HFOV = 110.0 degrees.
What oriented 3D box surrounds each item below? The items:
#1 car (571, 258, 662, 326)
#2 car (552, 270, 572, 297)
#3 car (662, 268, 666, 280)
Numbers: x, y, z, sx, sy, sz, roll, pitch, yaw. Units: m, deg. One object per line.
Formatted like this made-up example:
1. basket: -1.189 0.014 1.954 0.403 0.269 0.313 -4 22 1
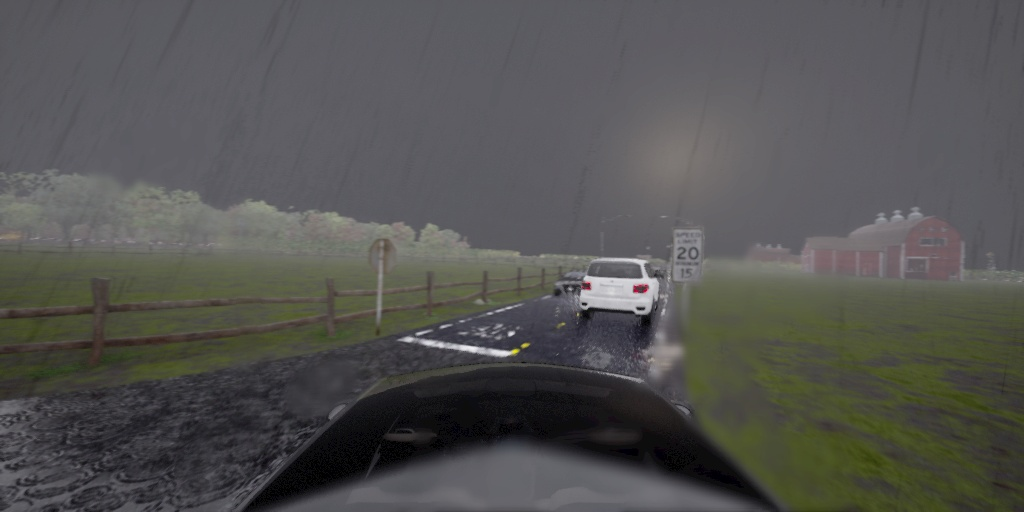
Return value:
1. car: 3.997 1.110 12.848 2.150 2.045 5.566 2 0 25
2. car: 3.633 1.454 19.202 1.994 1.385 4.181 2 0 24
3. car: 15.554 1.779 38.889 1.837 1.490 4.892 2 0 25
